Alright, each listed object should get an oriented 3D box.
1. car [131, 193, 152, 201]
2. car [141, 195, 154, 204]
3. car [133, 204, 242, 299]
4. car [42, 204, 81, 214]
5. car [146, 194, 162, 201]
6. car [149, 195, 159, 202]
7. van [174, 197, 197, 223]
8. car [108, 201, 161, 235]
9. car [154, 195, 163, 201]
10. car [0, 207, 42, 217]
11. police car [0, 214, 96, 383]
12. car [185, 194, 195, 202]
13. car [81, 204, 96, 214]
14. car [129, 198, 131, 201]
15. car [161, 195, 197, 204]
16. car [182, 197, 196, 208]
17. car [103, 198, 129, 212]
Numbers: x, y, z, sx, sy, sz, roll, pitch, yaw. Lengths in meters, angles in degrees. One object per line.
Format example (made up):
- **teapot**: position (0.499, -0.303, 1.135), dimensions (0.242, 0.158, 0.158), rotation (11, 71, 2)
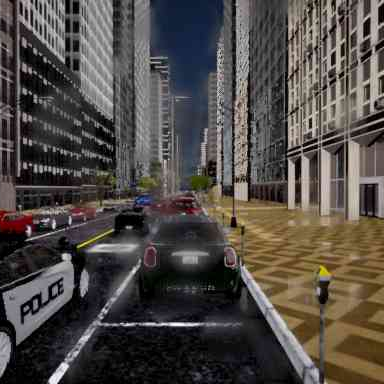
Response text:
- **car**: position (-6.177, 1.215, 43.893), dimensions (2.150, 2.045, 5.566), rotation (0, 0, 0)
- **car**: position (-8.845, 1.426, 66.141), dimensions (1.967, 1.590, 4.097), rotation (-1, 0, 0)
- **car**: position (-0.033, 1.351, 8.621), dimensions (2.097, 1.767, 4.553), rotation (0, 0, 0)
- **car**: position (-8.844, 1.547, 20.672), dimensions (2.008, 1.369, 4.403), rotation (-1, 0, 0)
- **car**: position (-3.099, 1.345, 33.797), dimensions (2.097, 1.767, 4.553), rotation (0, 0, 0)
- **car**: position (-8.844, 1.509, 77.339), dimensions (1.752, 1.417, 4.829), rotation (-1, 0, 0)
- **van**: position (-0.465, 1.336, 26.356), dimensions (1.690, 1.788, 3.998), rotation (-1, 0, 0)
- **car**: position (-3.099, 1.503, 18.931), dimensions (1.837, 1.490, 4.892), rotation (0, 0, 0)
- **car**: position (-8.844, 1.545, 88.876), dimensions (1.947, 1.339, 4.313), rotation (-1, 0, 0)
- **car**: position (-8.843, 1.542, 14.989), dimensions (1.887, 1.381, 4.507), rotation (-1, 0, 0)
- **police car**: position (-3.145, 1.424, 5.331), dimensions (1.930, 1.638, 5.238), rotation (0, 0, 0)
- **car**: position (-0.465, 1.298, 77.509), dimensions (2.192, 1.841, 5.009), rotation (-1, 0, 0)
- **car**: position (-8.843, 1.577, 26.356), dimensions (1.802, 1.307, 4.206), rotation (-1, 0, 0)
- **car**: position (-8.843, 1.541, 49.090), dimensions (2.008, 1.369, 4.403), rotation (-1, 0, 0)
- **car**: position (-0.465, 1.311, 20.672), dimensions (2.192, 1.841, 5.009), rotation (-1, 0, 0)
- **car**: position (-0.463, 1.541, 49.090), dimensions (2.008, 1.369, 4.403), rotation (-1, 0, 0)
- **car**: position (-8.844, 1.544, 37.723), dimensions (2.008, 1.369, 4.403), rotation (-1, 0, 0)
